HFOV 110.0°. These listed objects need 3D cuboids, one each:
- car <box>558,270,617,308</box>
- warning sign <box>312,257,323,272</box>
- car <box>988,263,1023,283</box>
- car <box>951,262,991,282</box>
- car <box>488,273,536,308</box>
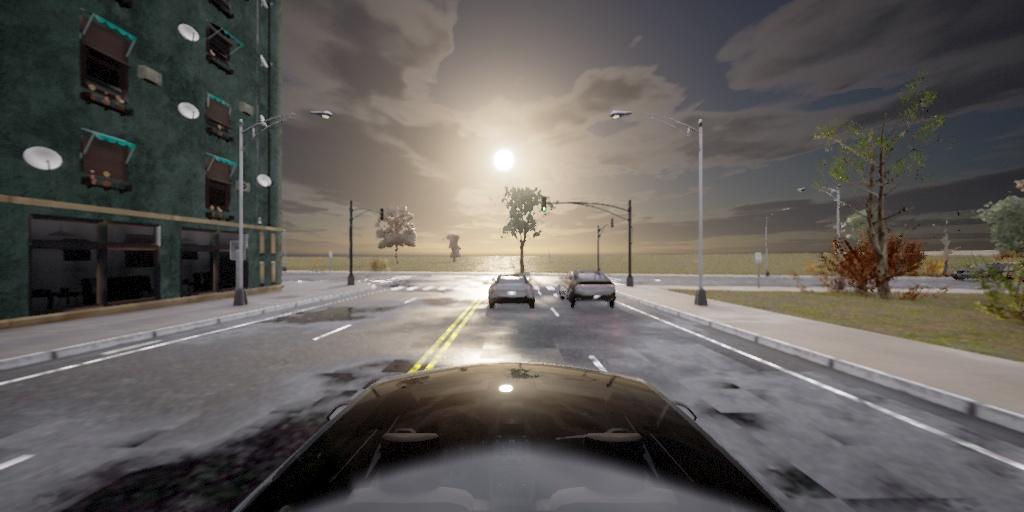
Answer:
[{"bbox_3d":[3.246,1.374,16.132,2.128,1.511,4.902,0,0,0],"label":"car"},{"bbox_3d":[-23.492,0.973,43.114,1.060,1.860,1.300,0,0,1],"label":"warning sign"},{"bbox_3d":[50.691,1.857,35.180,4.553,1.767,2.097,0,0,2],"label":"car"},{"bbox_3d":[50.811,1.714,38.426,5.566,2.045,2.150,1,0,1],"label":"car"},{"bbox_3d":[-0.004,1.445,16.109,1.994,1.385,4.181,0,0,0],"label":"car"}]
